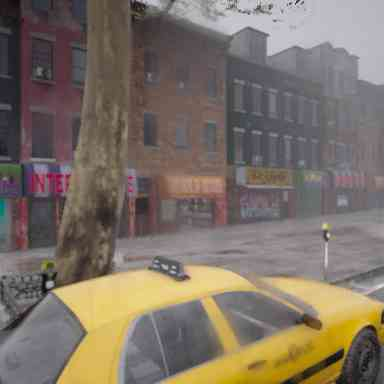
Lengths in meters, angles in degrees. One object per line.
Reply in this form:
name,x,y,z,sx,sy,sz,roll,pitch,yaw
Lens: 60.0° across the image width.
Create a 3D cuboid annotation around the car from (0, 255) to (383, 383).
car,0.034,1.408,3.307,5.366,1.575,1.801,-2,1,-35
